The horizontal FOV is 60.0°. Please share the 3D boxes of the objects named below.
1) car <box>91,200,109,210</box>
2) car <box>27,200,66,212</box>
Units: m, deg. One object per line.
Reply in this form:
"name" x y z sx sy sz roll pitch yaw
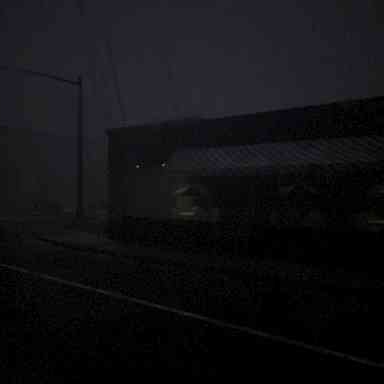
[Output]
"car" -10.059 1.574 41.126 1.895 1.301 4.718 0 0 32
"car" -16.313 1.533 37.549 1.994 1.385 4.181 0 0 25
